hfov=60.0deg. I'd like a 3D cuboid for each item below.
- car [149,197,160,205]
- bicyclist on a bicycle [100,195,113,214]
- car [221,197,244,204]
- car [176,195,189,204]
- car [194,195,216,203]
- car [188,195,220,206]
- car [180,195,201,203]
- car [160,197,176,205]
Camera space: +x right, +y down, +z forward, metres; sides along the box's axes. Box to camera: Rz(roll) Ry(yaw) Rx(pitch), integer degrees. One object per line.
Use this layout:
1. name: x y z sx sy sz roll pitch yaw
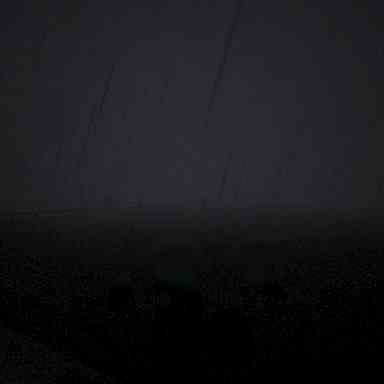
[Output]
1. car: -5.855 1.540 60.712 1.994 1.385 4.181 0 0 35
2. bicyclist on a bicycle: -8.062 1.141 31.742 1.656 1.620 0.582 33 17 27
3. car: 7.952 1.583 62.253 1.895 1.301 4.718 0 0 35
4. car: -0.152 1.544 56.662 1.994 1.385 4.181 0 0 35
5. car: 2.669 1.455 66.914 1.882 1.535 5.008 0 0 35
6. car: 1.990 1.460 53.634 1.882 1.535 5.008 0 0 35
7. car: -0.201 1.453 68.917 1.882 1.535 5.008 0 0 35
8. car: -3.025 1.542 58.659 1.994 1.385 4.181 0 0 35
